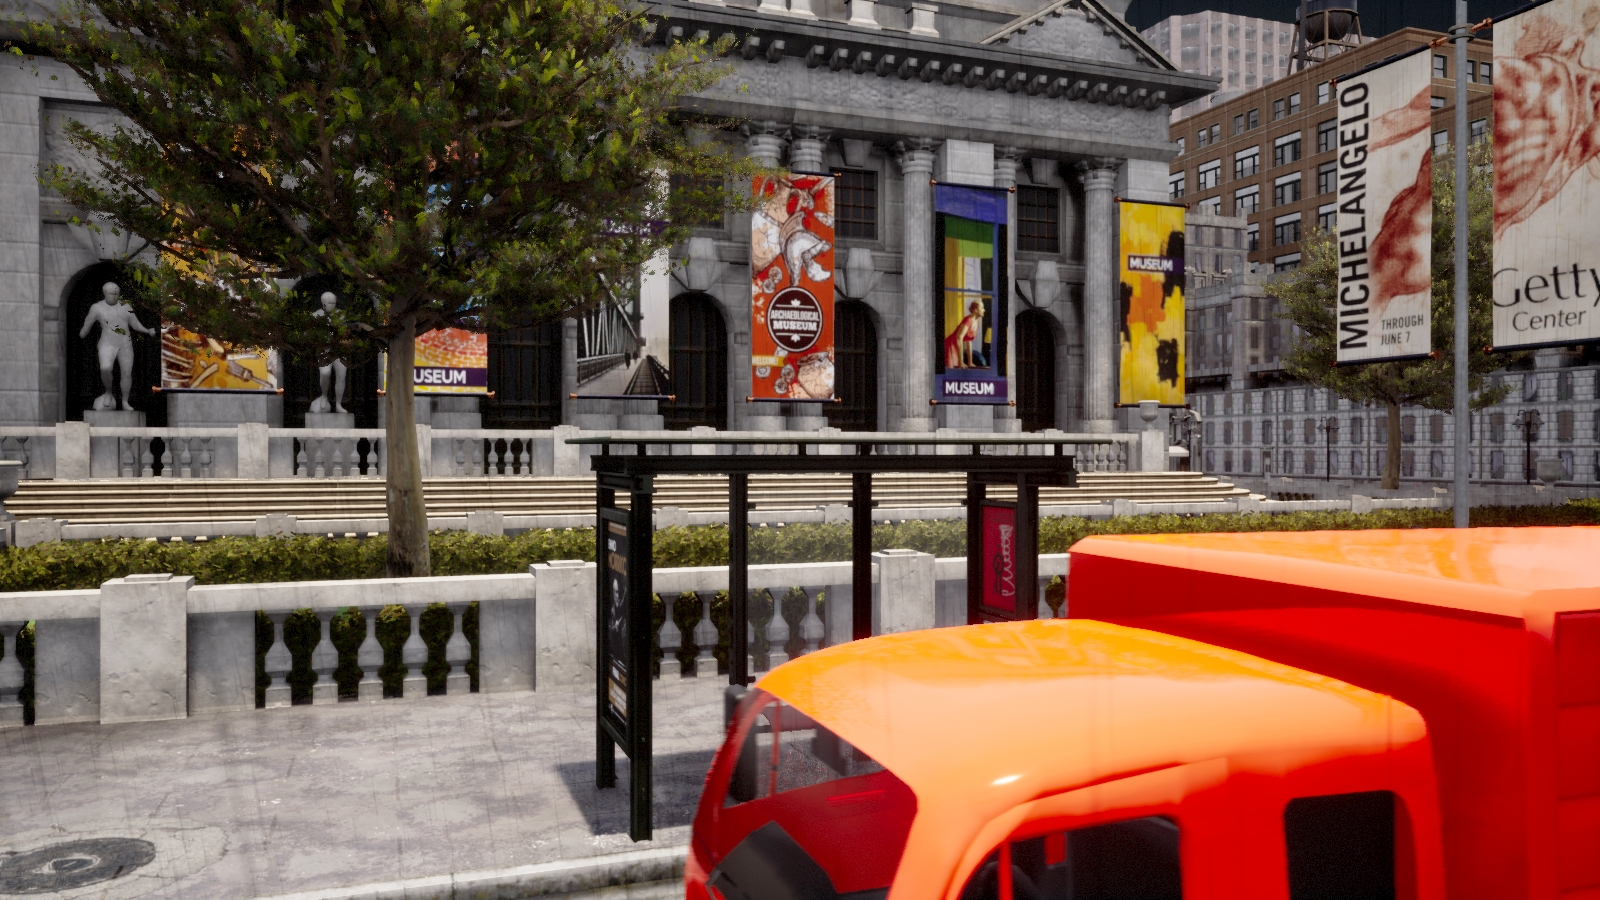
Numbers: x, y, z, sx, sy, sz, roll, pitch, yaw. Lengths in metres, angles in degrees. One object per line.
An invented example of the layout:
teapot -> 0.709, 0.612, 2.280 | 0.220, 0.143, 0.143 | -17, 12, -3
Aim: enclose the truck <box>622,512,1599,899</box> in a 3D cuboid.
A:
truck -> 2.202, 1.569, 4.069 | 5.204, 2.467, 2.627 | 0, 0, -20
